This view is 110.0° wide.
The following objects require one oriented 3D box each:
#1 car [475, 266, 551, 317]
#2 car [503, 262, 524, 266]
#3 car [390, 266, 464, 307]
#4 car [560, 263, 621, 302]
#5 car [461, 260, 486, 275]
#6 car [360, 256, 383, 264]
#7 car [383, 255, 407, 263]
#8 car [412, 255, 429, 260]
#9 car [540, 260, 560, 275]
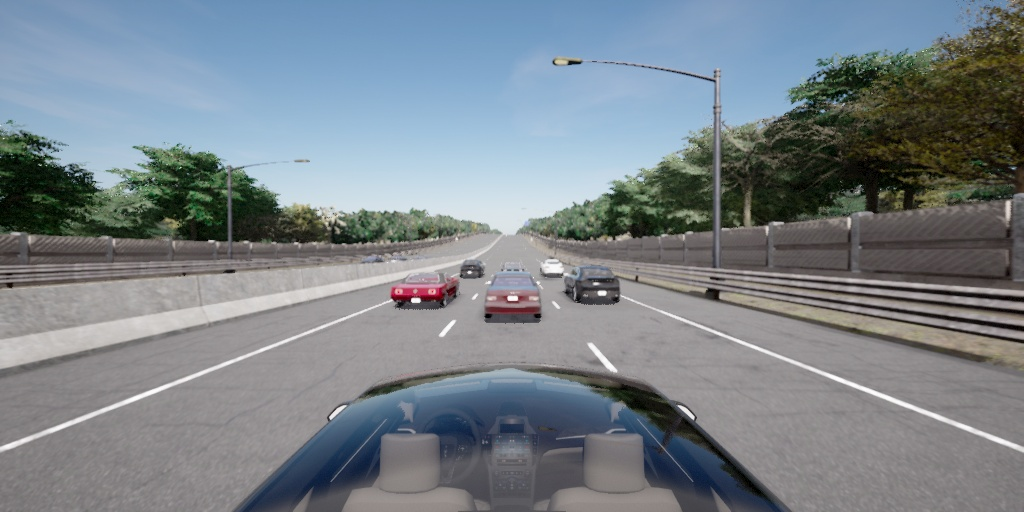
[{"bbox_3d":[0.048,1.253,12.846,2.033,1.411,5.357,0,0,1],"label":"car"},{"bbox_3d":[0.062,1.162,30.063,1.895,1.301,4.718,0,1,0],"label":"car"},{"bbox_3d":[-3.436,1.294,15.117,1.895,1.301,4.718,0,0,0],"label":"car"},{"bbox_3d":[3.572,1.190,16.564,1.837,1.490,4.892,0,1,0],"label":"car"},{"bbox_3d":[-3.429,1.049,31.605,1.837,1.490,4.892,0,1,0],"label":"car"},{"bbox_3d":[-21.058,0.721,54.429,2.033,1.411,5.357,0,1,1],"label":"car"},{"bbox_3d":[-17.562,0.649,55.250,2.128,1.511,4.902,0,1,0],"label":"car"},{"bbox_3d":[-14.065,0.646,55.382,2.128,1.511,4.902,0,1,0],"label":"car"},{"bbox_3d":[3.573,1.060,32.321,1.812,1.442,4.674,0,1,0],"label":"car"}]
